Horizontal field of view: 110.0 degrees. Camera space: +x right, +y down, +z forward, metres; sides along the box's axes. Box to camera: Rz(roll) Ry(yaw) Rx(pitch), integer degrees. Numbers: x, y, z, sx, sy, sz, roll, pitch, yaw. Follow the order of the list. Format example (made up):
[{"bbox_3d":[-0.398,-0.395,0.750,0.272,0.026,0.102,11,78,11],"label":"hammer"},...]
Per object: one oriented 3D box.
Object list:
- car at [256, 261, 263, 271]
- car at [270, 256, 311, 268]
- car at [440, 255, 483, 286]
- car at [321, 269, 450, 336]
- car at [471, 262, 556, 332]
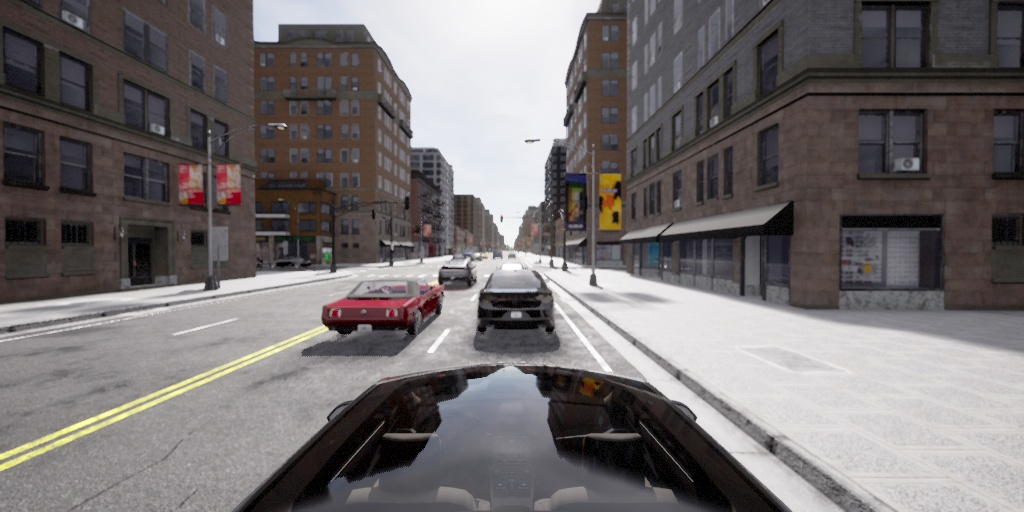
[{"bbox_3d":[-25.415,0.662,33.126,4.097,1.591,1.967,0,0,0],"label":"car"},{"bbox_3d":[-25.372,0.689,41.150,4.313,1.339,1.948,0,0,0],"label":"car"},{"bbox_3d":[-3.144,0.924,21.327,2.128,1.511,4.902,0,1,-1],"label":"car"},{"bbox_3d":[-3.149,1.218,9.907,1.895,1.301,4.718,0,1,0],"label":"car"},{"bbox_3d":[0.096,1.089,10.312,1.882,1.535,5.008,0,1,0],"label":"car"}]
